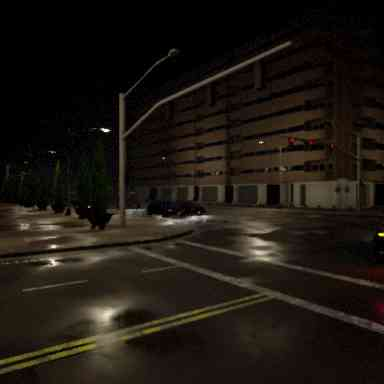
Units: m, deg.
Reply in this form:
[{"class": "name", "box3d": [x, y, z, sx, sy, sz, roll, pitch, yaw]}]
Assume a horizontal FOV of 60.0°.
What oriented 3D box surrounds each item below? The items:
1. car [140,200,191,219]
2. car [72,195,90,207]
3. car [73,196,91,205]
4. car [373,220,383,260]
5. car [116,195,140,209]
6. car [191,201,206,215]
[{"class": "car", "box3d": [-2.343, 1.455, 28.671, 1.812, 1.442, 4.674, 0, 0, -35]}, {"class": "car", "box3d": [-15.589, 1.530, 47.478, 1.895, 1.301, 4.718, 0, 0, -35]}, {"class": "car", "box3d": [-19.859, 1.455, 59.756, 1.812, 1.442, 4.674, 0, 0, -35]}, {"class": "car", "box3d": [7.486, 1.443, 11.366, 1.837, 1.490, 4.892, 1, 1, 36]}, {"class": "car", "box3d": [-8.328, 1.452, 43.238, 1.812, 1.442, 4.674, 0, 0, -35]}, {"class": "car", "box3d": [-0.865, 1.472, 32.649, 2.033, 1.411, 5.357, 0, 0, -35]}]
